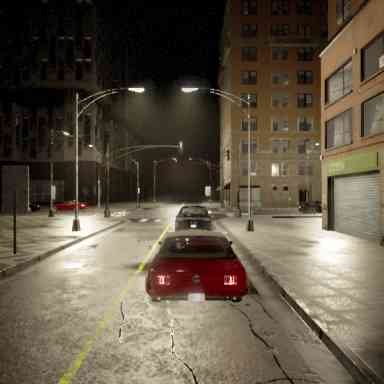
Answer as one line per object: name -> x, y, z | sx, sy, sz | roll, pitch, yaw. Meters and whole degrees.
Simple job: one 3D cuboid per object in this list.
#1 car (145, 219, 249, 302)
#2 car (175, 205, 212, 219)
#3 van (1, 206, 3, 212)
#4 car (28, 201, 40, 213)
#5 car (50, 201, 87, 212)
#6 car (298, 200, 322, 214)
car -> 0.086, 1.601, 8.183 | 1.895, 1.301, 4.718 | 0, 0, 0
car -> 0.069, 1.474, 18.331 | 1.882, 1.535, 5.008 | 0, 0, 0
van -> -20.169, 1.425, 30.702 | 3.998, 1.788, 1.690 | 0, 0, 0
car -> -20.181, 1.725, 39.226 | 4.313, 1.339, 1.947 | 0, 0, 0
car -> -14.532, 1.701, 39.229 | 4.206, 1.307, 1.802 | 0, 0, 0
car -> 12.057, 1.415, 30.720 | 4.313, 1.339, 1.947 | 0, 0, 0
